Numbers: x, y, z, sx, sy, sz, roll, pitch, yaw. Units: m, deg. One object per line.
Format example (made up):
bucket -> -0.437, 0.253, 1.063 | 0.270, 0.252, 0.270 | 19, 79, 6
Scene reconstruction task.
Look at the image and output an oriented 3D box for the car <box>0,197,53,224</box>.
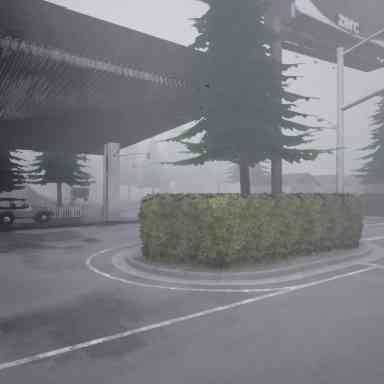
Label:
car -> -12.015, 1.313, 23.453 | 3.866, 1.878, 1.905 | 0, 0, -36
